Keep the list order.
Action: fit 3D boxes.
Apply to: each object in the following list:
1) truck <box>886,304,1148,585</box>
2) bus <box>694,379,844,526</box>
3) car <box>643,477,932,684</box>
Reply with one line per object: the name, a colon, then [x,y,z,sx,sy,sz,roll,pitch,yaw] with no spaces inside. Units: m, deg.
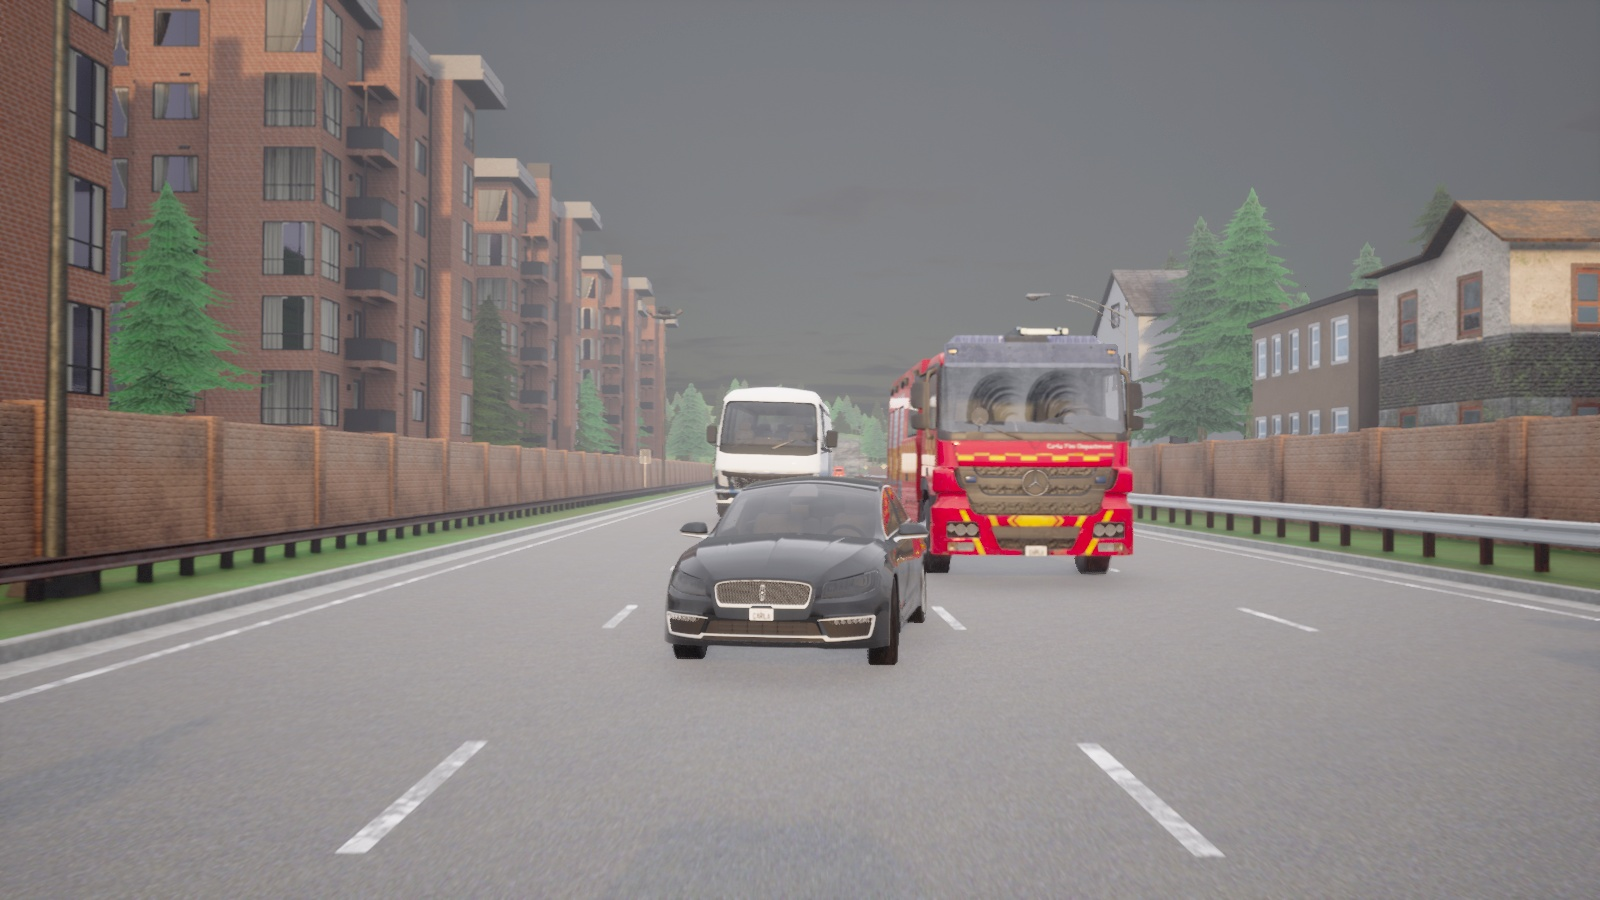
truck: [3.262,-0.005,21.397,2.891,3.827,8.468,0,-1,-1]
bus: [-0.750,0.151,42.425,3.944,4.253,10.273,1,-1,4]
car: [0.141,1.016,11.730,1.837,1.490,4.892,-1,-1,10]
